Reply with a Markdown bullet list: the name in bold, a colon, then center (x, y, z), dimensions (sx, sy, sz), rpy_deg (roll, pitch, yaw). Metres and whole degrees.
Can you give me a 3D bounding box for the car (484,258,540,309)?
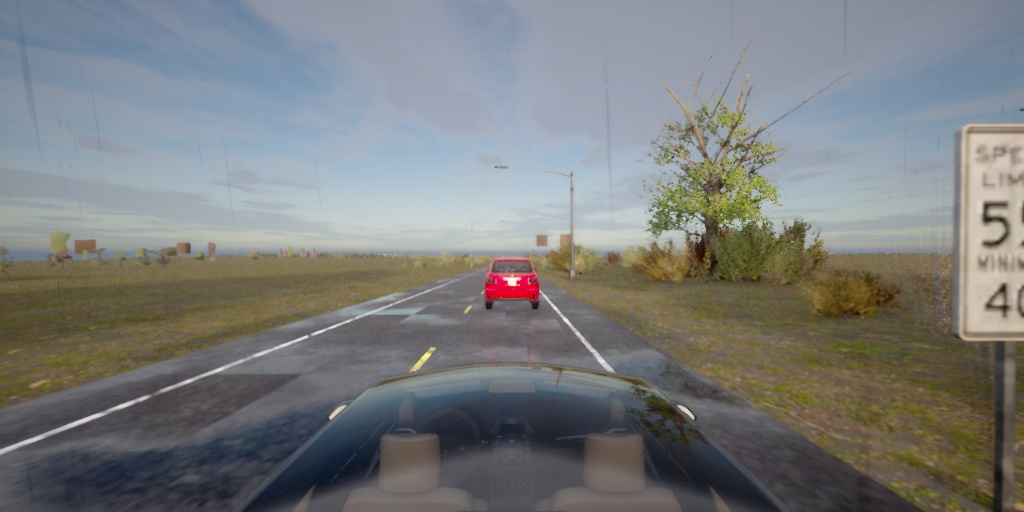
- **car**: center (0.004, 1.096, 15.861), dimensions (2.150, 2.045, 5.566), rpy_deg (0, 0, 0)
